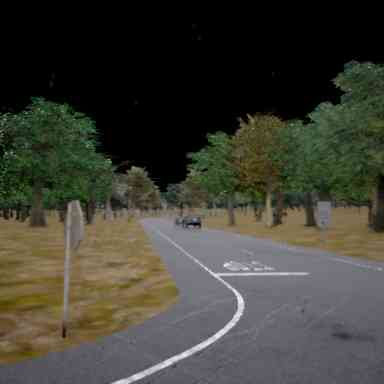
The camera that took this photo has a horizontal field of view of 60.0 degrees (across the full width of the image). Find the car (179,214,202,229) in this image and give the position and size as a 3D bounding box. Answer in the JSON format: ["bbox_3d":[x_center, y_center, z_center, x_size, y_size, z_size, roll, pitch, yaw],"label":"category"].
[{"bbox_3d":[-0.054,4.111,47.084,2.150,2.045,5.566,2,-4,-9],"label":"car"}]

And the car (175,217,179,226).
[{"bbox_3d":[-1.766,5.005,56.793,2.128,1.511,4.902,2,-4,-10],"label":"car"}]
